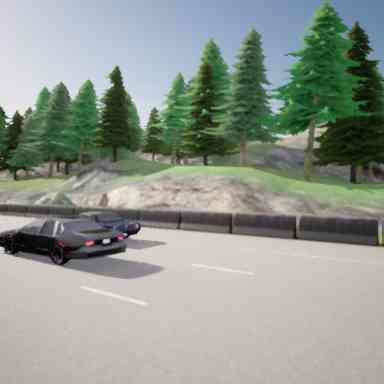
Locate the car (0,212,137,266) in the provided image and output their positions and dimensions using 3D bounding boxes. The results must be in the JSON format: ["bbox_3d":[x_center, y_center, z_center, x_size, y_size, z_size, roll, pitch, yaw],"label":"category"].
[{"bbox_3d":[-4.655,1.551,11.604,5.357,1.411,2.033,0,0,35],"label":"car"}]

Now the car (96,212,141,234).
[{"bbox_3d":[-4.764,1.606,15.979,4.718,1.301,1.895,0,0,35],"label":"car"}]
